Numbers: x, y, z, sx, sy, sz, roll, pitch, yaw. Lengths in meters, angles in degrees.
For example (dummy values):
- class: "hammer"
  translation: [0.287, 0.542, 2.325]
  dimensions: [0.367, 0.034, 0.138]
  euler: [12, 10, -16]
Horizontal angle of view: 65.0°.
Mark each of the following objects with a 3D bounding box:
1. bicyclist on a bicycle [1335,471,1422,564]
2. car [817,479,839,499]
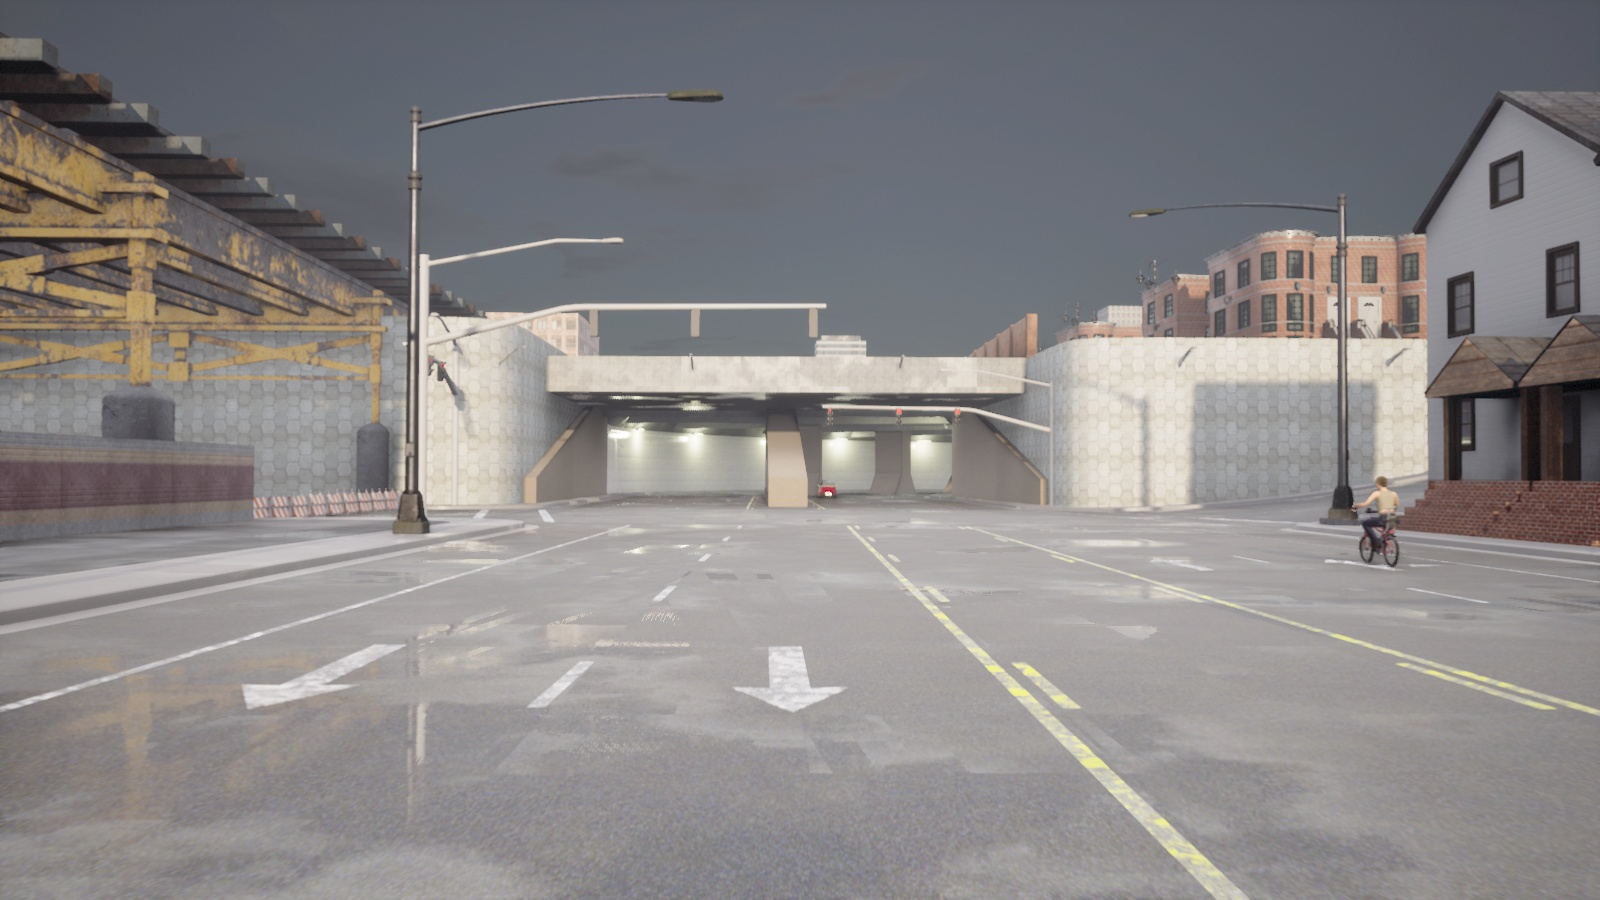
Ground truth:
- class: "bicyclist on a bicycle"
  translation: [10.449, 1.200, 22.724]
  dimensions: [0.866, 1.612, 1.509]
  euler: [1, -1, 0]
- class: "car"
  translation: [2.018, 2.819, 90.830]
  dimensions: [1.481, 1.376, 2.207]
  euler: [0, -1, -2]
